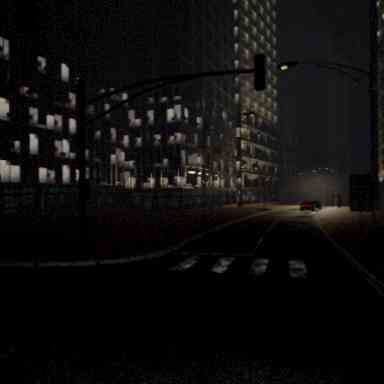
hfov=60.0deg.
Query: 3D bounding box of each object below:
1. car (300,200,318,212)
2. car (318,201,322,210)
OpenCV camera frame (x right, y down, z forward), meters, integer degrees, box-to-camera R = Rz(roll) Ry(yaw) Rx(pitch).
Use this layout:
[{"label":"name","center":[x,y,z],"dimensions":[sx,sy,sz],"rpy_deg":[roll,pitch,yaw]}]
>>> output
[{"label":"car","center":[16.738,2.096,48.082],"dimensions":[1.837,1.490,4.892],"rpy_deg":[-1,-1,24]},{"label":"car","center":[21.093,2.227,57.111],"dimensions":[1.837,1.490,4.892],"rpy_deg":[-1,-1,28]}]
